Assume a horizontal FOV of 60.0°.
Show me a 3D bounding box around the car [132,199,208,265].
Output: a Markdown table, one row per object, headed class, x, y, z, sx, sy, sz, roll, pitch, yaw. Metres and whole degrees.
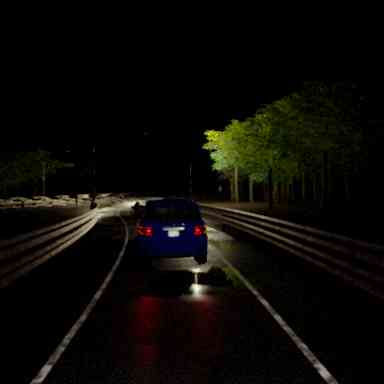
| class | x | y | z | sx | sy | sz | roll | pitch | yaw |
| --- | --- | --- | --- | --- | --- | --- | --- | --- | --- |
| car | -0.830 | 1.258 | 12.011 | 2.150 | 2.045 | 5.566 | 0 | 0 | -7 |
